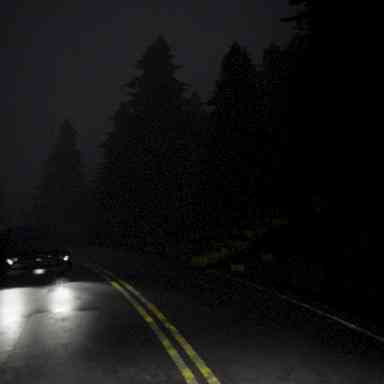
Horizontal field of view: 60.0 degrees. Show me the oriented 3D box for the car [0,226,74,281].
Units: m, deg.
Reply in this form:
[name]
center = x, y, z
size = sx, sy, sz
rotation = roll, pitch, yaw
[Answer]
[car]
center = -5.400, 1.841, 10.992
size = 2.033, 1.411, 5.357
rotation = 3, -5, -32
